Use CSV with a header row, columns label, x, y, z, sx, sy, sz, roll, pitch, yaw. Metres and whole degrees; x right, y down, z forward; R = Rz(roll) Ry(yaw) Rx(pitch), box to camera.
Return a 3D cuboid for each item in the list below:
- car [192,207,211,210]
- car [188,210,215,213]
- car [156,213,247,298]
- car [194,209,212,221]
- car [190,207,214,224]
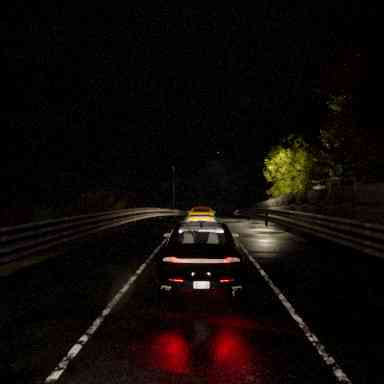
label,x,y,z,sx,sy,sz,roll,pitch,yaw
car,0.716,1.845,24.777,1.882,1.535,5.008,0,-2,2
car,0.430,1.709,15.546,1.895,1.301,4.718,0,-1,2
car,0.236,1.506,8.521,2.128,1.511,4.902,0,0,1
car,1.315,2.563,37.126,1.895,1.301,4.718,0,-3,3
car,0.951,2.129,31.116,2.128,1.511,4.902,0,-3,2
